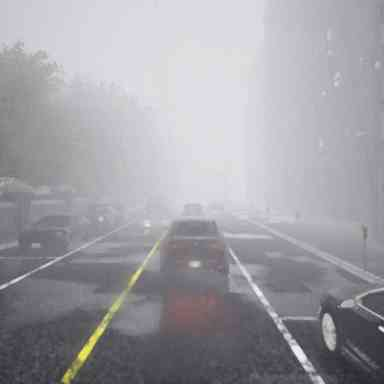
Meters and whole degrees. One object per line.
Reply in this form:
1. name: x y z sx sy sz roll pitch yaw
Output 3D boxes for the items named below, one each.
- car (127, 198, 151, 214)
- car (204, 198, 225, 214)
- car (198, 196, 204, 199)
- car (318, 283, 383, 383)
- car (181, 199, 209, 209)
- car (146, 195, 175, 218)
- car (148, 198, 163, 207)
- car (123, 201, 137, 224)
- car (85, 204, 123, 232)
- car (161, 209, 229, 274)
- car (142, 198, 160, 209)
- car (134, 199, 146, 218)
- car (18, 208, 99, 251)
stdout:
1. car: -5.698 1.505 36.481 1.967 1.590 4.097 0 0 0
2. car: 2.681 1.615 36.485 2.008 1.369 4.403 0 0 0
3. car: 2.665 1.765 91.017 1.947 1.339 4.313 0 0 0
4. car: 2.691 1.556 3.253 2.008 1.369 4.403 0 0 0
5. car: 0.077 1.595 27.780 2.033 1.411 5.357 0 0 0
6. car: -3.109 1.275 31.231 2.150 2.045 5.566 0 0 0
7. car: -5.833 1.644 53.096 1.887 1.381 4.507 0 0 0
8. car: -5.695 1.625 25.403 1.802 1.307 4.206 0 0 0
9. car: -5.693 1.473 19.864 1.967 1.590 4.097 0 0 0
10. car: 0.070 1.522 10.591 1.837 1.490 4.892 0 0 0
11. car: -5.779 1.638 47.556 2.008 1.369 4.403 0 0 0
12. car: -5.697 1.579 30.771 1.752 1.417 4.829 0 0 0
13. car: -5.692 1.589 14.326 1.947 1.339 4.313 0 0 0
